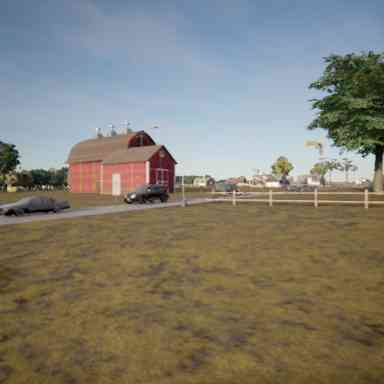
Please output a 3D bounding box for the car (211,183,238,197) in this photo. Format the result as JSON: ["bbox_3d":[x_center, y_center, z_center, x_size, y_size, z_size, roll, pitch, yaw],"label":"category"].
[{"bbox_3d":[5.042,-0.333,50.037,2.150,2.045,5.566,0,1,36],"label":"car"}]

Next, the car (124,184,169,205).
[{"bbox_3d":[-4.840,0.263,36.201,2.150,2.045,5.566,0,3,38],"label":"car"}]

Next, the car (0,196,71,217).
[{"bbox_3d":[-12.204,1.065,25.894,2.033,1.411,5.357,0,2,35],"label":"car"}]

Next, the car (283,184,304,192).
[{"bbox_3d":[19.678,-0.717,65.607,2.033,1.411,5.357,0,2,35],"label":"car"}]

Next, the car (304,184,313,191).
[{"bbox_3d":[25.713,-1.073,74.257,1.837,1.490,4.892,0,1,35],"label":"car"}]
